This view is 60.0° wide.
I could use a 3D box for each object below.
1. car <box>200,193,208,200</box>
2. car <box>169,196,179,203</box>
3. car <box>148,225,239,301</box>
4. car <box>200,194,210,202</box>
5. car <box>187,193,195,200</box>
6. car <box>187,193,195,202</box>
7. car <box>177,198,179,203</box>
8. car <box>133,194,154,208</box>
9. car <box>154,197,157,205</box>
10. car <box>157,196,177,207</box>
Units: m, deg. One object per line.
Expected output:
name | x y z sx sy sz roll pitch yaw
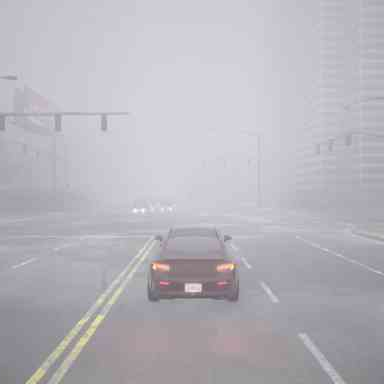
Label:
car | 3.132 1.184 88.267 2.097 1.767 4.553 0 0 0
car | -3.790 1.552 69.805 1.994 1.385 4.181 0 0 0
car | 0.031 1.526 8.170 1.812 1.442 4.674 0 0 0
car | 3.175 1.515 77.979 2.128 1.511 4.902 0 0 0
car | -0.368 1.184 88.252 2.097 1.767 4.553 0 0 0
car | -0.326 1.584 78.347 1.895 1.301 4.718 0 0 0
car | -3.823 1.525 59.796 1.812 1.442 4.674 0 0 0
car | -7.297 1.491 48.411 2.128 1.511 4.902 0 0 0
car | -7.322 1.601 57.682 1.895 1.301 4.718 0 0 0
car | -3.805 1.564 51.019 1.994 1.385 4.181 0 0 0
